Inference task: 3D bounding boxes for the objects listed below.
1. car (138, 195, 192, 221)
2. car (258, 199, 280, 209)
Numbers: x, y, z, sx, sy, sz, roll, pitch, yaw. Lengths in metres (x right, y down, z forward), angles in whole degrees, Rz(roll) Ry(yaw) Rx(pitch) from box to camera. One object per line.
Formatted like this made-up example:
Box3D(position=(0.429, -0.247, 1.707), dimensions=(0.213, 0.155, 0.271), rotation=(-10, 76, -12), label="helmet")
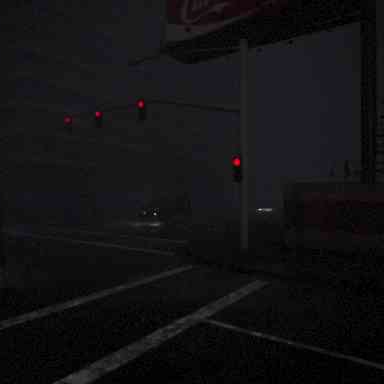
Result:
Box3D(position=(-2.172, 1.299, 28.570), dimensions=(2.150, 2.045, 5.566), rotation=(0, 0, 35), label="car")
Box3D(position=(10.884, 1.643, 46.982), dimensions=(1.994, 1.385, 4.181), rotation=(0, 0, 36), label="car")
